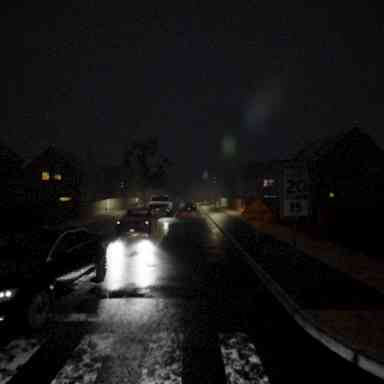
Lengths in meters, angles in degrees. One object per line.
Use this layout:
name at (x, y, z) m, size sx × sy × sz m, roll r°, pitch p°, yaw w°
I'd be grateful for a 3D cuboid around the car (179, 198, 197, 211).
car at (-0.379, 1.736, 42.276) m, size 1.895 × 1.301 × 4.718 m, roll 0°, pitch 0°, yaw 0°

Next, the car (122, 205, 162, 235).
car at (-3.026, 1.634, 18.954) m, size 1.895 × 1.301 × 4.718 m, roll 0°, pitch 0°, yaw -1°

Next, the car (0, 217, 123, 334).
car at (-3.266, 1.503, 6.992) m, size 2.128 × 1.511 × 4.902 m, roll 0°, pitch 0°, yaw 5°

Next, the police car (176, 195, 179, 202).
police car at (-2.718, 2.066, 92.780) m, size 1.930 × 1.638 × 5.238 m, roll 0°, pitch -1°, yaw -7°

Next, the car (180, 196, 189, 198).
car at (-0.559, 1.770, 52.101) m, size 1.994 × 1.385 × 4.181 m, roll 0°, pitch 0°, yaw -2°

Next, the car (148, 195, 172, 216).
car at (-3.170, 1.312, 33.707) m, size 2.150 × 2.045 × 5.566 m, roll 0°, pitch -1°, yaw 0°

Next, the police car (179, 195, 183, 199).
police car at (-1.586, 1.927, 82.779) m, size 1.930 × 1.638 × 5.238 m, roll 0°, pitch -1°, yaw -6°

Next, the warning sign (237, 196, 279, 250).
warning sign at (2.443, 1.129, 12.469) m, size 1.300 × 1.860 × 1.060 m, roll 2°, pitch 2°, yaw -1°
